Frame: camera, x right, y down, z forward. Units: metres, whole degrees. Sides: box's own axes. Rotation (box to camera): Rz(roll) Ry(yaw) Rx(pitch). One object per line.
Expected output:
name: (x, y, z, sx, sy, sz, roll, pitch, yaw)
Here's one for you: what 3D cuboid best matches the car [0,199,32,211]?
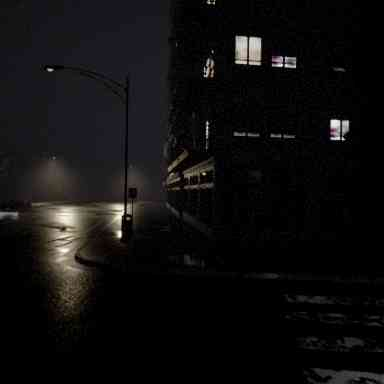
car: (-20.305, 1.494, 38.401, 1.895, 1.301, 4.718, 1, 0, -7)
